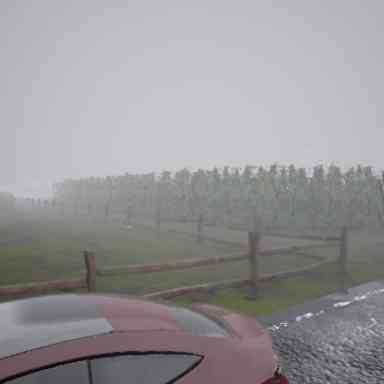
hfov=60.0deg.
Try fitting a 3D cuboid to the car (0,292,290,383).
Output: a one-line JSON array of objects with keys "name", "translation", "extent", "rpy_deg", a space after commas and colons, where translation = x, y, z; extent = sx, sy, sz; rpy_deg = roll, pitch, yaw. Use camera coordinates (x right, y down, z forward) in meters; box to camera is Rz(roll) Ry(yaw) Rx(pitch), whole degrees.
[{"name": "car", "translation": [-1.305, 1.540, 2.117], "extent": [4.674, 1.442, 1.812], "rpy_deg": [1, -1, -36]}]
